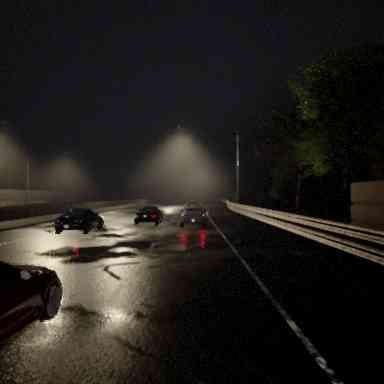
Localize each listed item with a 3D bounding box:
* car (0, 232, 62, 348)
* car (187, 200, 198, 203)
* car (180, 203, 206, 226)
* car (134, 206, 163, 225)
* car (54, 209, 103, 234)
[{"bbox_3d":[-3.402,1.575,4.489,1.812,1.442,4.674,0,-1,0],"label":"car"},{"bbox_3d":[0.073,1.815,41.742,2.097,1.767,4.553,0,-1,0],"label":"car"},{"bbox_3d":[0.084,1.803,25.488,1.812,1.442,4.674,0,-1,0],"label":"car"},{"bbox_3d":[-3.414,1.837,26.665,2.033,1.411,5.357,0,-1,0],"label":"car"},{"bbox_3d":[-6.914,1.748,20.604,1.812,1.442,4.674,0,-1,0],"label":"car"}]
